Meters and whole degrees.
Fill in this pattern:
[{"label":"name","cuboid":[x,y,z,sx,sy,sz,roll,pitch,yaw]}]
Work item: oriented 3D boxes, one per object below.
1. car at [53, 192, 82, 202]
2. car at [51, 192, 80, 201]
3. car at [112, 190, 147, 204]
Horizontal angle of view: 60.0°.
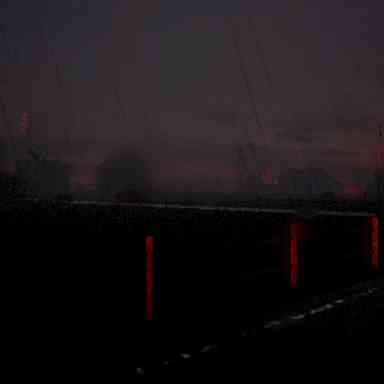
[{"label":"car","cuboid":[-18.734,0.853,50.690,4.181,1.385,1.994,1,0,34]},{"label":"car","cuboid":[-21.281,0.715,55.796,4.902,1.511,2.128,1,0,35]},{"label":"car","cuboid":[-8.912,0.672,47.439,5.566,2.045,2.150,1,0,33]}]
